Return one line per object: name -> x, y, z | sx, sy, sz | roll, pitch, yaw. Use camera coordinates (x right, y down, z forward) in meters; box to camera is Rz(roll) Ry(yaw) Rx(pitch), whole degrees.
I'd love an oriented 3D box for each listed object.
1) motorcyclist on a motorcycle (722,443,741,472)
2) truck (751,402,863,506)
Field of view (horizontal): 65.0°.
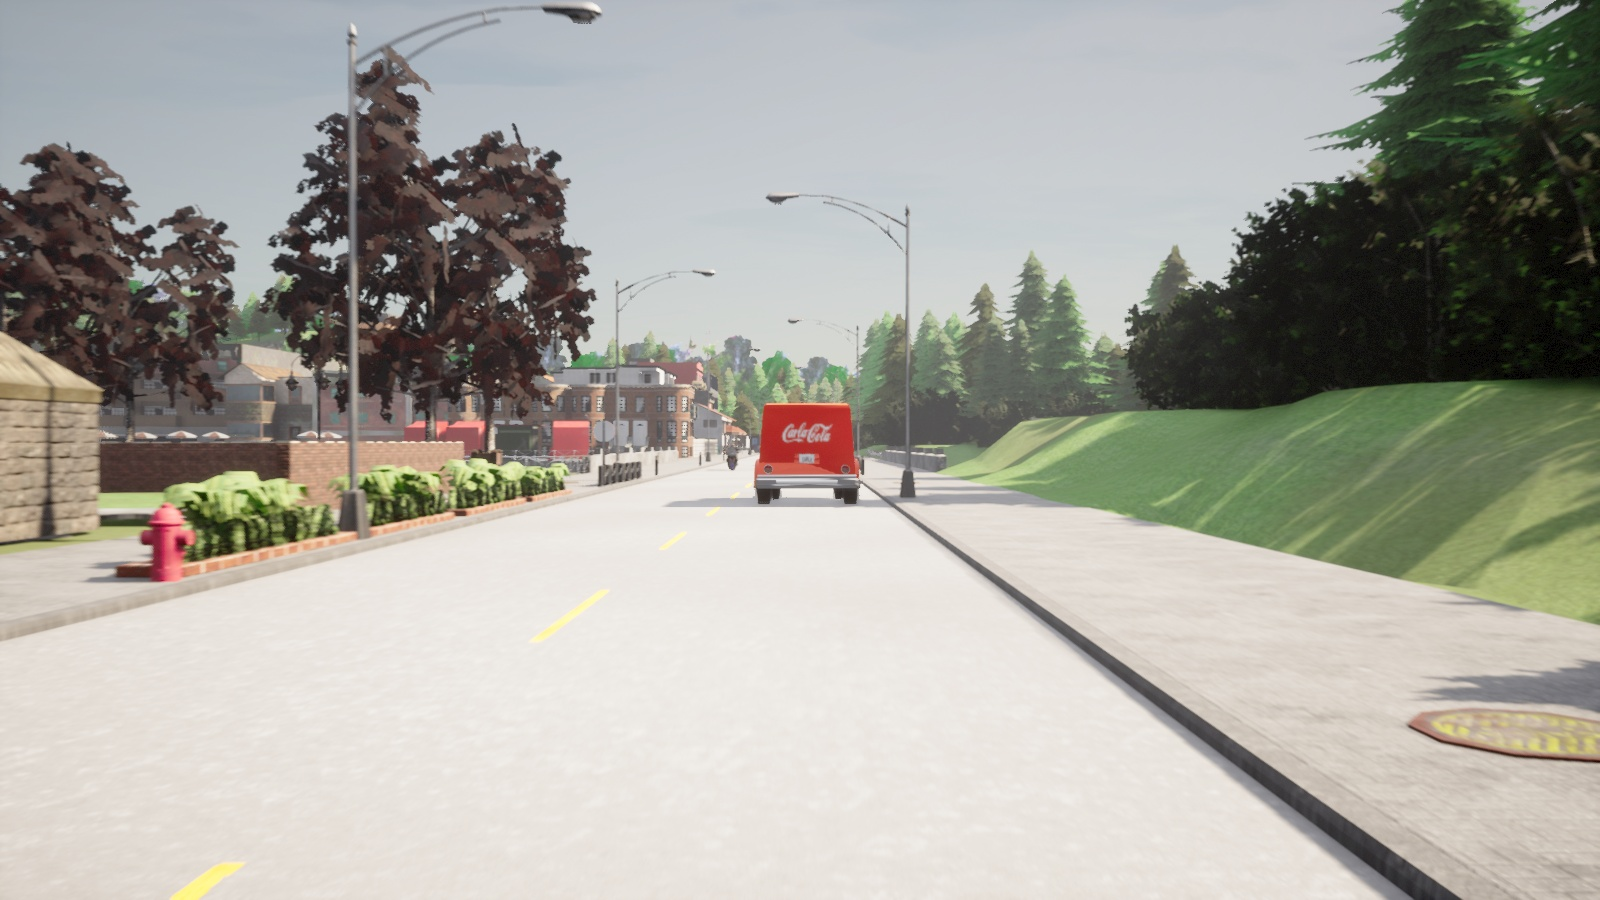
motorcyclist on a motorcycle -> -3.641, 0.404, 67.124 | 0.866, 1.530, 2.191 | 0, 0, 0
truck -> 0.181, 0.080, 32.179 | 2.627, 2.467, 5.204 | 0, 0, 0
